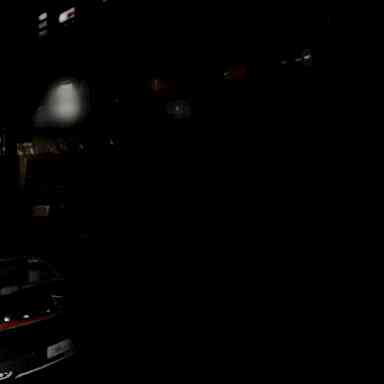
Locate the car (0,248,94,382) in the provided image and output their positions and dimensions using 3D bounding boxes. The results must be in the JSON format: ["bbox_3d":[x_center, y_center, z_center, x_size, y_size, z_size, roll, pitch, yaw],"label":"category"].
[{"bbox_3d":[-3.300,1.549,5.067,4.403,1.369,2.008,0,1,36],"label":"car"}]

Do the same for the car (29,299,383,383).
[{"bbox_3d":[1.216,1.566,1.843,4.313,1.339,1.947,0,1,36],"label":"car"}]
